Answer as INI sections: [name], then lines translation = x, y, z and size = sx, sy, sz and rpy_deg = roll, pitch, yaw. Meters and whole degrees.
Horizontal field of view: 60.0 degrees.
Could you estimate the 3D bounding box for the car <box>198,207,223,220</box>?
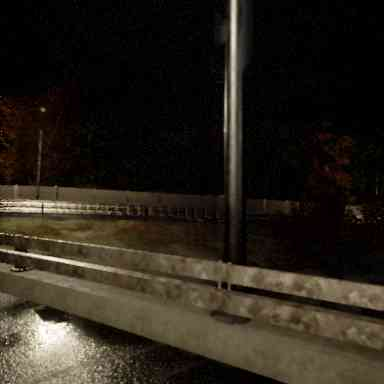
[car]
translation = 2.995, 2.749, 44.154
size = 4.553, 1.767, 2.097
rpy_deg = 4, -1, -25
